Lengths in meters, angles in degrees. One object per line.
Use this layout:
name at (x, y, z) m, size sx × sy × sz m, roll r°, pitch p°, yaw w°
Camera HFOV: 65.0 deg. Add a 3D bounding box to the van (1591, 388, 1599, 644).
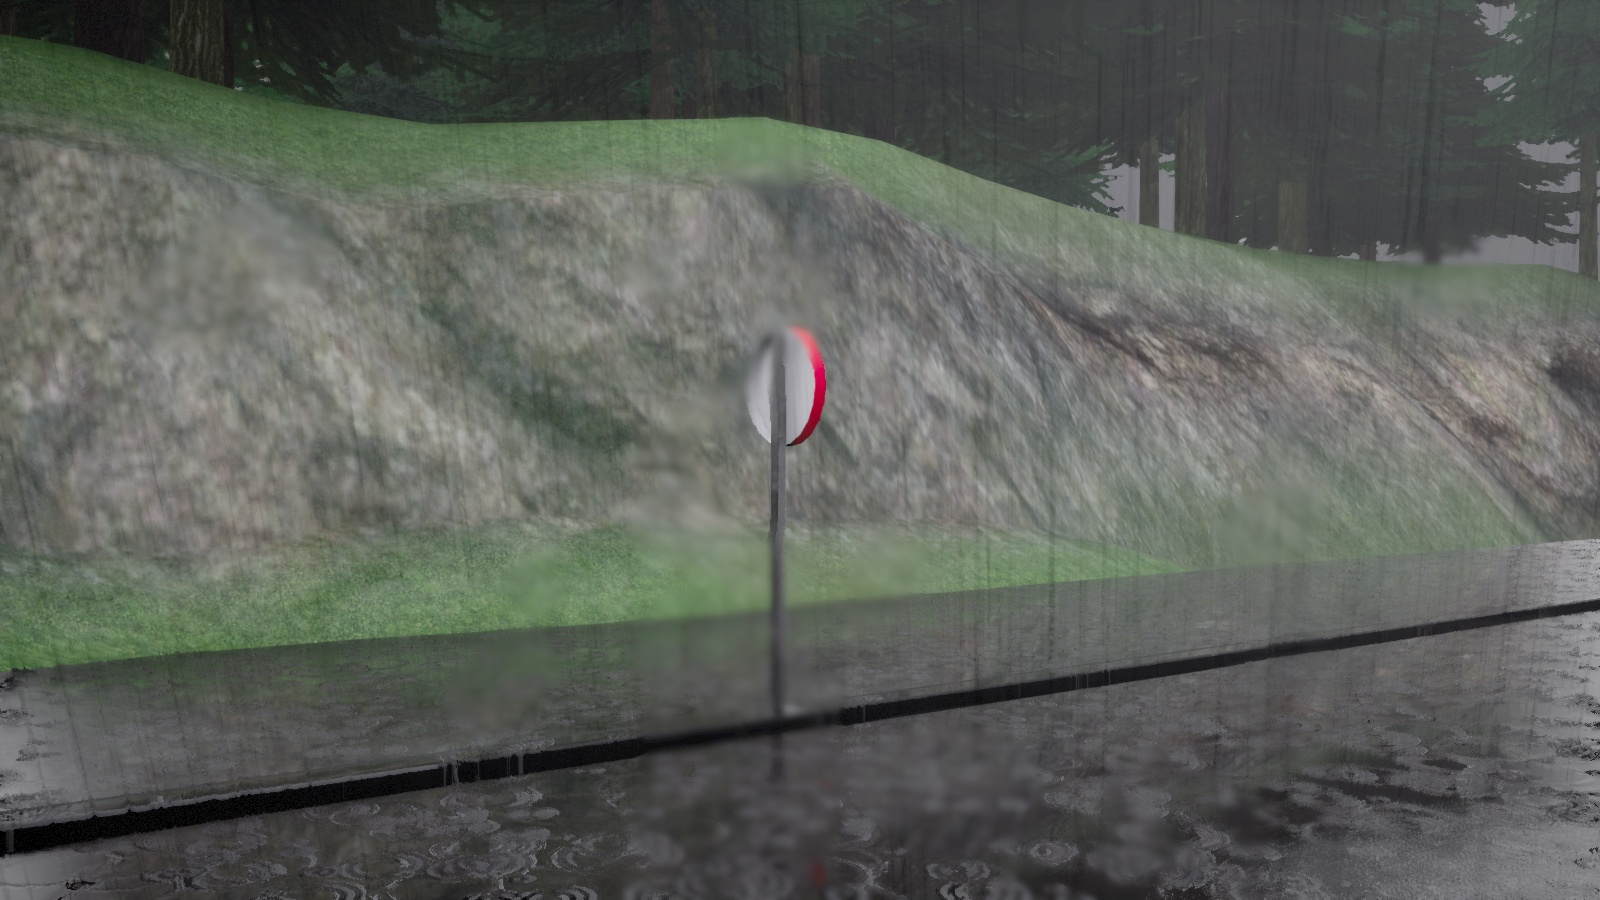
van at (8.570, 0.504, 9.921) m, size 4.442 × 1.987 × 1.775 m, roll 0°, pitch 0°, yaw -25°
